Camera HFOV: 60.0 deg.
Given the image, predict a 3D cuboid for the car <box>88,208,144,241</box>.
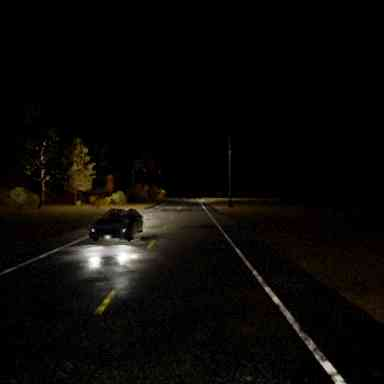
[{"bbox_3d":[-3.601,1.548,16.887,2.033,1.411,5.357,0,0,0],"label":"car"}]
